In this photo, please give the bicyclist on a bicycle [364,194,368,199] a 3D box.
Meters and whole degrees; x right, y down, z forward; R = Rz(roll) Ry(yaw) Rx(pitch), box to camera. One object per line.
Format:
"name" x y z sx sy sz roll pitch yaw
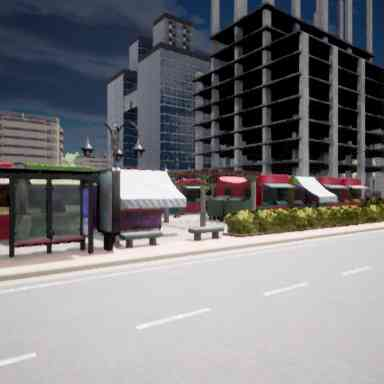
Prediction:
"bicyclist on a bicycle" 28.252 1.219 53.975 1.656 1.620 0.582 0 0 -36
